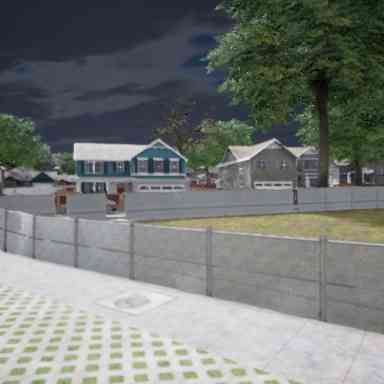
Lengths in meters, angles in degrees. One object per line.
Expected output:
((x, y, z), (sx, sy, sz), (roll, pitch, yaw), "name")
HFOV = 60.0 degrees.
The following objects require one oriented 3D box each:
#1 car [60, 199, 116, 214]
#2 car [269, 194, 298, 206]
((-7.973, 1.039, 25.640), (4.181, 1.385, 1.994), (-2, 0, -18), "car")
((7.633, 0.610, 30.504), (5.357, 1.411, 2.033), (-2, 0, -16), "car")
